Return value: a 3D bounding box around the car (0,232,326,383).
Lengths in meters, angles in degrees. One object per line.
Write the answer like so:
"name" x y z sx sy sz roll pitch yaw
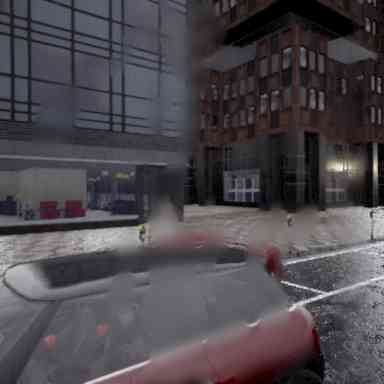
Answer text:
"car" -1.000 1.350 2.653 4.553 1.767 2.097 0 0 -35

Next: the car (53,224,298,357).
"car" -0.135 1.530 6.556 4.507 1.381 1.887 0 0 -36
